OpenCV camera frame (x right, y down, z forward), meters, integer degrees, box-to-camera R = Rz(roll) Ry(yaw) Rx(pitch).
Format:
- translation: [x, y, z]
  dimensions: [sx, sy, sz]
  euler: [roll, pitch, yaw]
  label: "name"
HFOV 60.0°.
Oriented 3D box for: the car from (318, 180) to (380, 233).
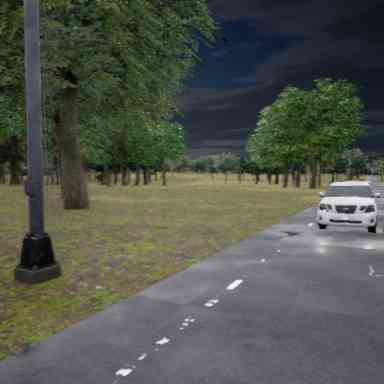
- translation: [7.237, 0.552, 15.290]
  dimensions: [2.150, 2.045, 5.566]
  euler: [1, 3, 28]
  label: "car"
